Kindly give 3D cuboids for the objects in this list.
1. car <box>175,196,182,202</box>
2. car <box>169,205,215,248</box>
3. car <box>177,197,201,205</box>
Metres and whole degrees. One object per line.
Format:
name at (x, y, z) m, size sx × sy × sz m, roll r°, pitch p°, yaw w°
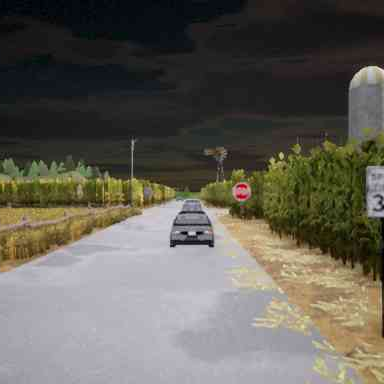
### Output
car at (-3.100, 1.715, 83.446) m, size 1.837 × 1.490 × 4.892 m, roll 0°, pitch -1°, yaw 0°
car at (0.000, 1.536, 14.647) m, size 2.033 × 1.411 × 5.357 m, roll 0°, pitch 0°, yaw 0°
car at (0.000, 1.460, 29.647) m, size 2.033 × 1.411 × 5.357 m, roll 0°, pitch 0°, yaw 0°
